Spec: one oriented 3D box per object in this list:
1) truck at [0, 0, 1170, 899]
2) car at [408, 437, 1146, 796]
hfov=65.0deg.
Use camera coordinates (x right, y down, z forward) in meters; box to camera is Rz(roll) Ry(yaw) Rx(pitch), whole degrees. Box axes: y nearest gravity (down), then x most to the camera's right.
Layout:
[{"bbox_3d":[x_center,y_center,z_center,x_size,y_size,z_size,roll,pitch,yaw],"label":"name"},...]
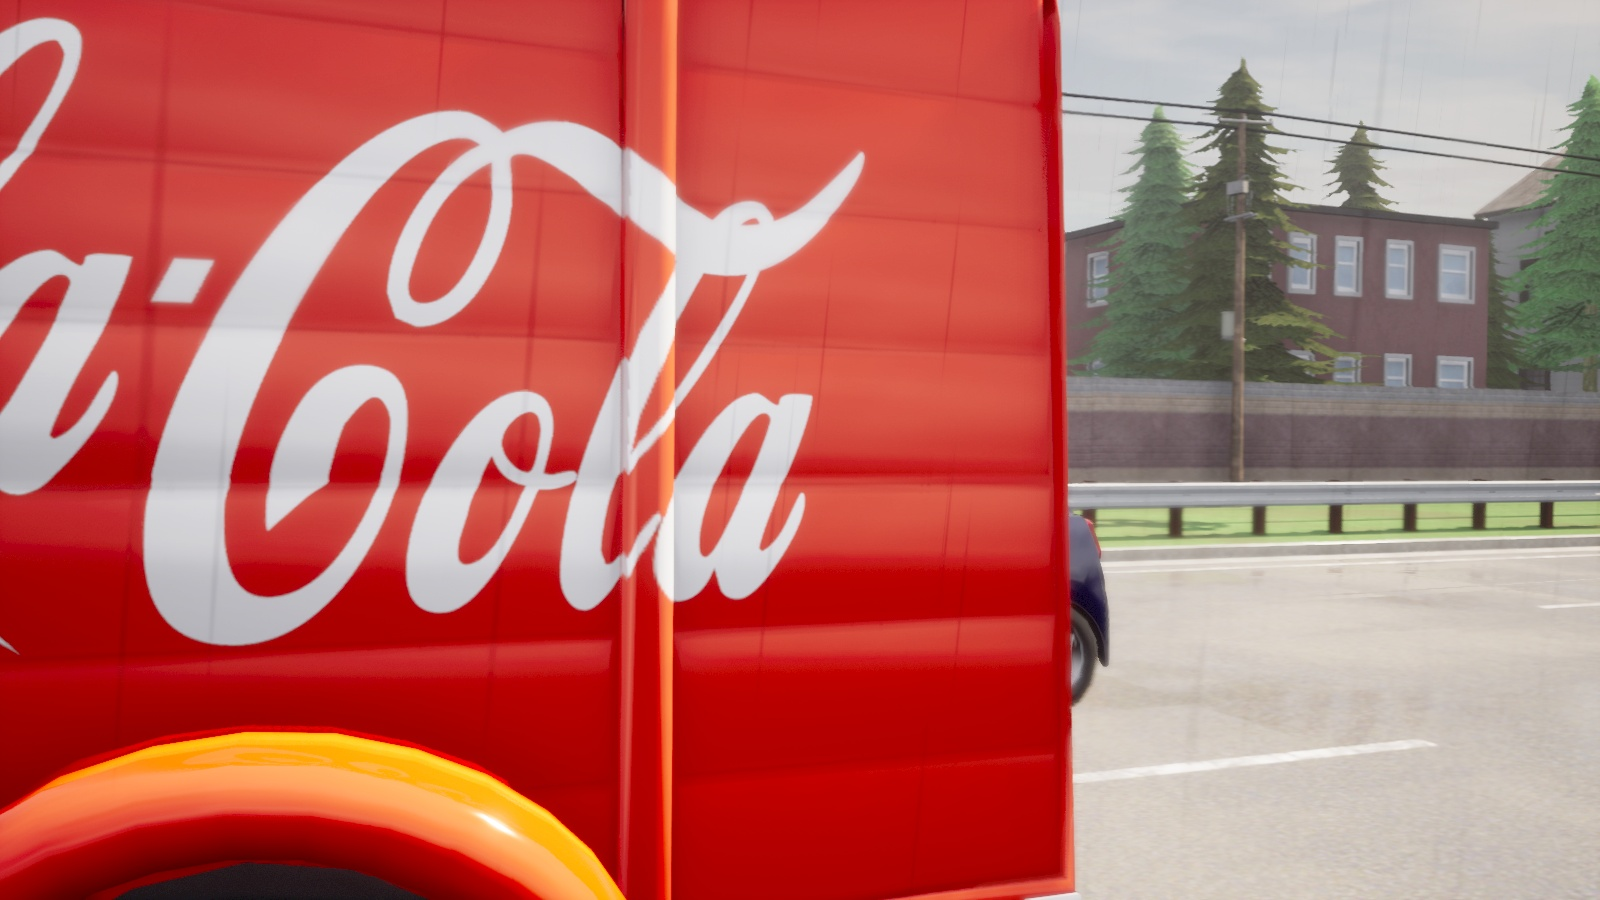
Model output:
[{"bbox_3d":[-2.295,0.298,2.362,5.204,2.467,2.627,-1,1,-21],"label":"truck"},{"bbox_3d":[-0.187,0.701,6.912,3.633,1.501,1.845,-1,1,-21],"label":"car"}]
